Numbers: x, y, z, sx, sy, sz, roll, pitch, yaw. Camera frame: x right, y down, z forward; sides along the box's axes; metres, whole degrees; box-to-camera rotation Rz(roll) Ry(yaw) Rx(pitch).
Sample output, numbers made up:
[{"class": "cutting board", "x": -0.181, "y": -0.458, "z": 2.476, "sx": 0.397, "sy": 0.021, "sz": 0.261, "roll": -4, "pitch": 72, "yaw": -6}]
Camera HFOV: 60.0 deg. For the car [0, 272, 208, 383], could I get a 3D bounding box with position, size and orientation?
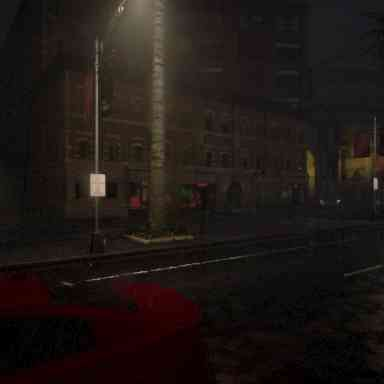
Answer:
[{"class": "car", "x": -2.186, "y": 1.477, "z": 2.432, "sx": 5.008, "sy": 1.535, "sz": 1.882, "roll": 0, "pitch": 0, "yaw": -35}]
